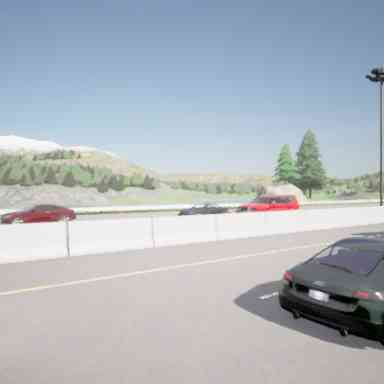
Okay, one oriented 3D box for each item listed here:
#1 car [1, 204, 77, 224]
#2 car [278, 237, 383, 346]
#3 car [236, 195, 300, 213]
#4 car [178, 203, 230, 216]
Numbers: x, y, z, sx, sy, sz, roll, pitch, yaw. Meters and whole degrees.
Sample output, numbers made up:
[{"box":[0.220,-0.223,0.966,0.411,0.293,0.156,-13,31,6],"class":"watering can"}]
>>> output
[{"box":[-10.235,1.521,22.466,4.674,1.442,1.812,0,0,-36],"class":"car"},{"box":[3.588,1.565,6.302,4.181,1.385,1.994,0,0,-36],"class":"car"},{"box":[5.888,1.220,25.269,5.566,2.045,2.150,0,0,-35],"class":"car"},{"box":[1.005,1.563,26.131,4.181,1.385,1.994,0,0,-35],"class":"car"}]
